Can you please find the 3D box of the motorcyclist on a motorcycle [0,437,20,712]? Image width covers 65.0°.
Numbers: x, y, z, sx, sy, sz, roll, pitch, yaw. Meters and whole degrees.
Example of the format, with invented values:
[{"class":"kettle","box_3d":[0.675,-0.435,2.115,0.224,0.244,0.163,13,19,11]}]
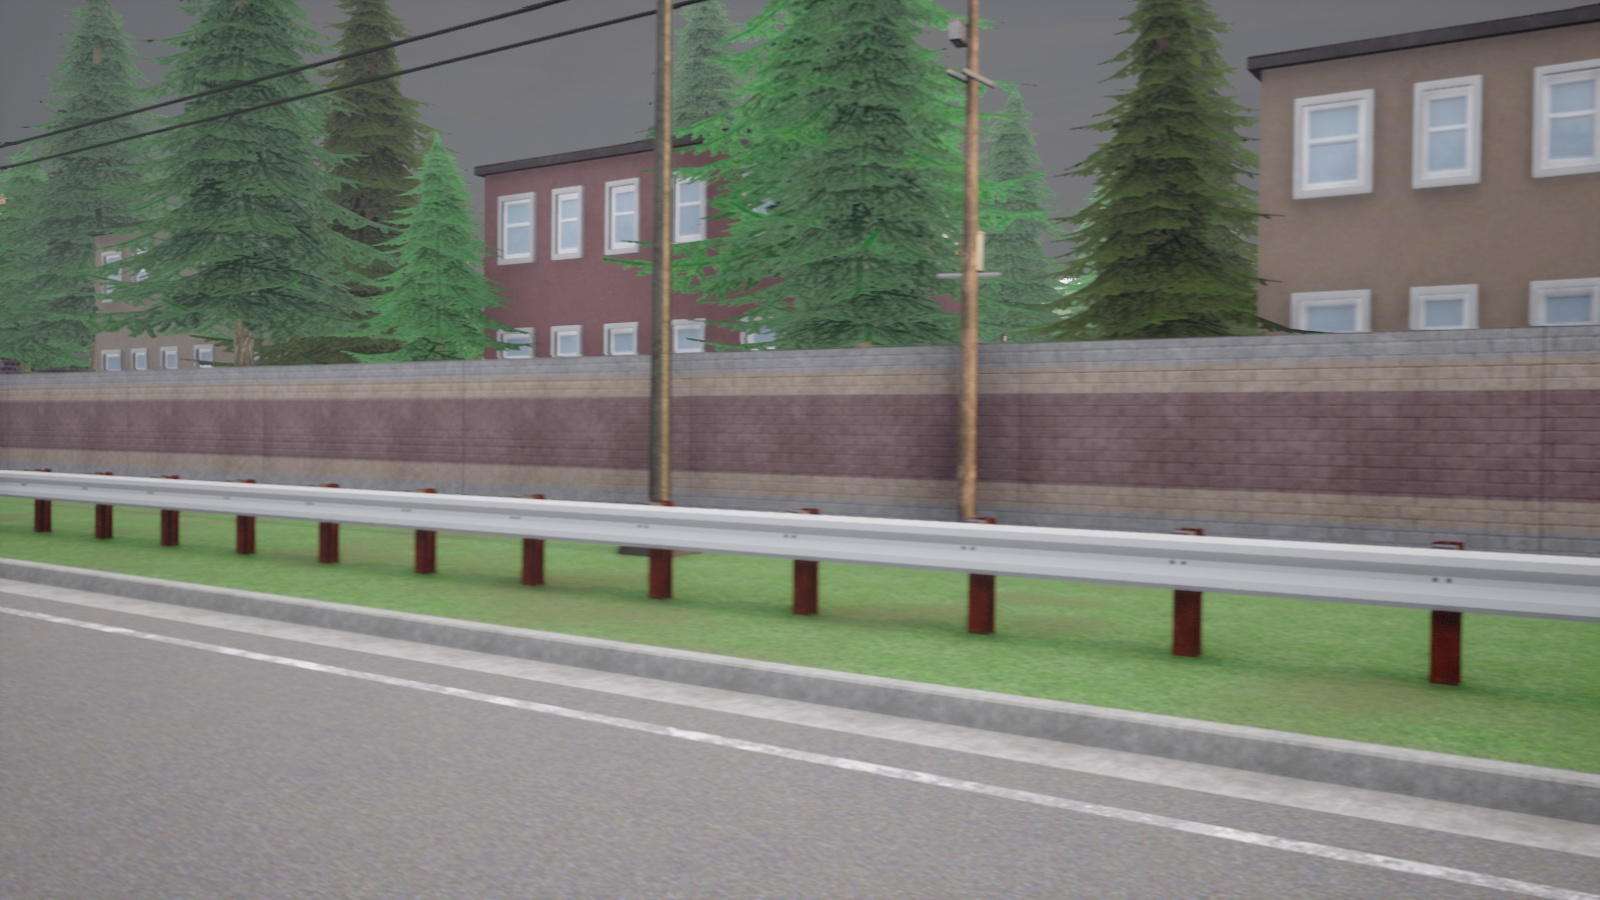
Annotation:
[{"class":"motorcyclist on a motorcycle","box_3d":[-5.557,0.695,7.315,2.191,1.530,0.866,0,1,34]}]
